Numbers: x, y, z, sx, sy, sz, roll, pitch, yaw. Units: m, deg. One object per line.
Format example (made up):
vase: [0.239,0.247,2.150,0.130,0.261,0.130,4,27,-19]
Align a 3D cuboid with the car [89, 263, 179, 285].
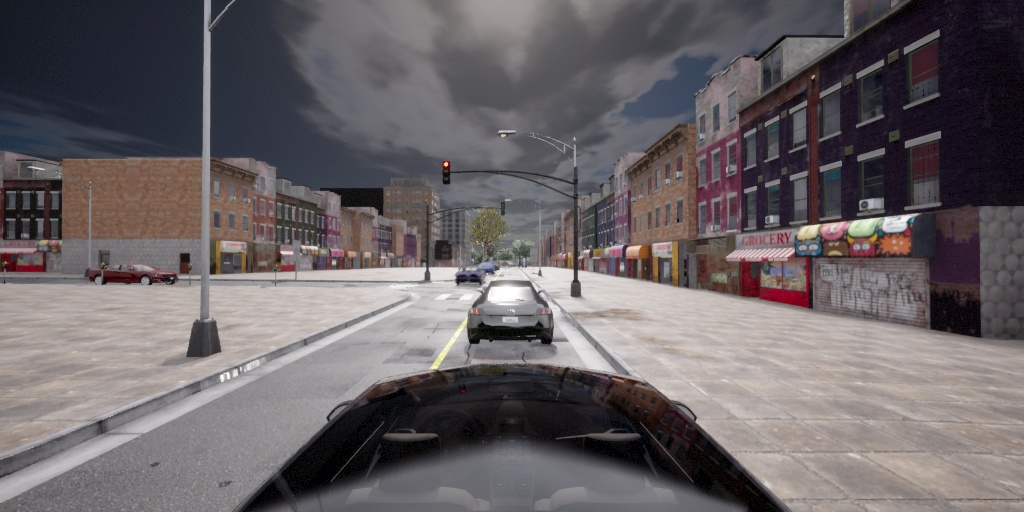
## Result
car: [-23.352,1.118,22.232,4.507,1.381,1.888,0,0,0]

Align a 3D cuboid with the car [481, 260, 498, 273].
car: [-3.077,1.468,43.260,1.882,1.535,5.008,0,-1,0]

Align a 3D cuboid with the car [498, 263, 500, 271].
car: [-3.148,1.492,58.972,2.097,1.767,4.553,0,-1,0]

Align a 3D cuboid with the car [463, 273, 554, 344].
car: [-0.036,1.325,9.612,1.994,1.385,4.181,0,0,0]

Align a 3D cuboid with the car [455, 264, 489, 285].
car: [-2.976,1.430,26.343,1.895,1.301,4.718,0,-1,0]
